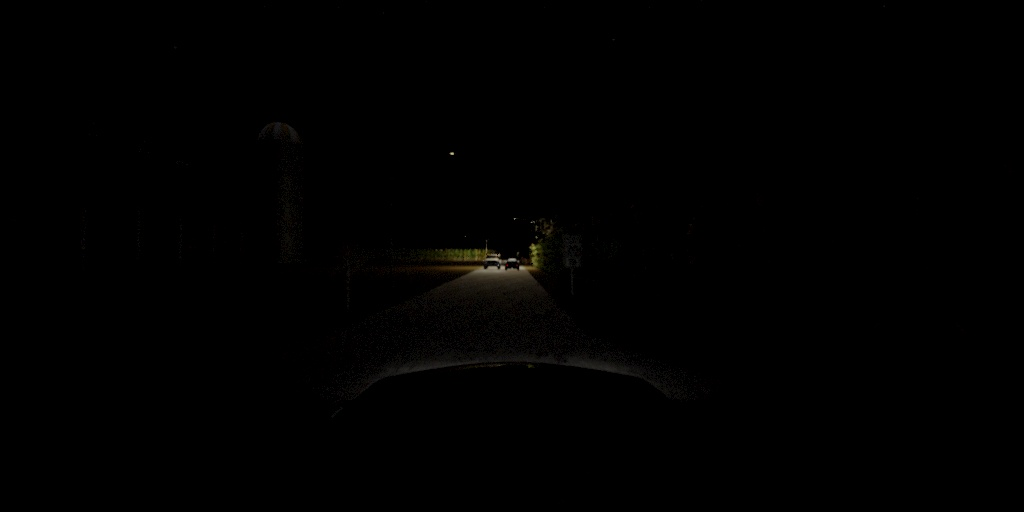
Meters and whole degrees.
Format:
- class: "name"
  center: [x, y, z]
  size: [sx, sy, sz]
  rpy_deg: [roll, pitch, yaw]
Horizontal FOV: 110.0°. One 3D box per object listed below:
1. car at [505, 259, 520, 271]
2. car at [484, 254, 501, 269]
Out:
- class: "car"
  center: [0.021, 1.183, 45.907]
  size: [1.895, 1.301, 4.718]
  rpy_deg: [0, 0, 0]
- class: "car"
  center: [-2.727, 0.788, 50.436]
  size: [2.150, 2.045, 5.566]
  rpy_deg: [0, 0, 0]
